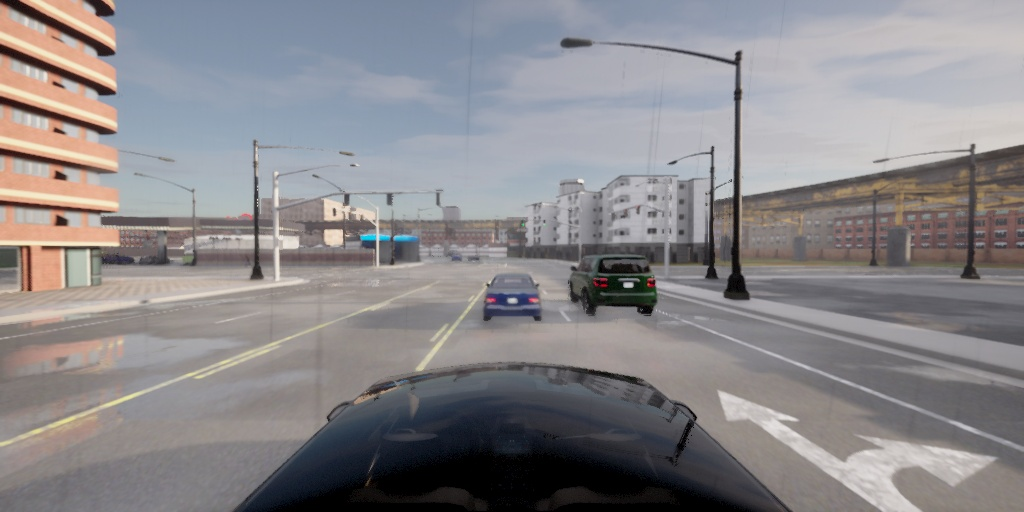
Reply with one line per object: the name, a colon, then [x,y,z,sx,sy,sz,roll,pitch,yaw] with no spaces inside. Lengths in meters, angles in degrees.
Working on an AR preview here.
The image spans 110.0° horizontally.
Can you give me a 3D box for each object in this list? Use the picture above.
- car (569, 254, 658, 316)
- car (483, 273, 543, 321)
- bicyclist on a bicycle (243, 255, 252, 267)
car: [3.541,0.957,13.493,2.150,2.045,5.566,0,0,1]
car: [0.029,1.285,12.452,2.033,1.411,5.357,0,0,0]
bicyclist on a bicycle: [-34.628,0.634,46.909,0.582,1.620,1.656,0,1,-1]
